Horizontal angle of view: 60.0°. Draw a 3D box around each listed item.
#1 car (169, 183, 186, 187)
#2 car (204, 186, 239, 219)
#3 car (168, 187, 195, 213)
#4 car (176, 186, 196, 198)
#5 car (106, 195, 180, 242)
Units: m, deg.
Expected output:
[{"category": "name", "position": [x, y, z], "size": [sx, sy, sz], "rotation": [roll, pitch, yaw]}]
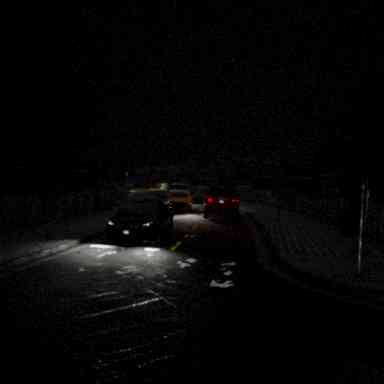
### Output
[{"category": "car", "position": [-1.590, 0.038, 37.848], "size": [2.150, 2.045, 5.566], "rotation": [1, 2, -8]}, {"category": "car", "position": [1.967, 0.590, 22.495], "size": [2.150, 2.045, 5.566], "rotation": [2, 2, 4]}, {"category": "car", "position": [-0.910, 0.661, 25.975], "size": [1.882, 1.535, 5.008], "rotation": [2, 1, 0]}, {"category": "car", "position": [-0.981, -0.045, 50.111], "size": [1.882, 1.535, 5.008], "rotation": [1, 2, -14]}, {"category": "car", "position": [-1.932, 1.047, 13.785], "size": [1.812, 1.442, 4.674], "rotation": [2, 2, 8]}]
